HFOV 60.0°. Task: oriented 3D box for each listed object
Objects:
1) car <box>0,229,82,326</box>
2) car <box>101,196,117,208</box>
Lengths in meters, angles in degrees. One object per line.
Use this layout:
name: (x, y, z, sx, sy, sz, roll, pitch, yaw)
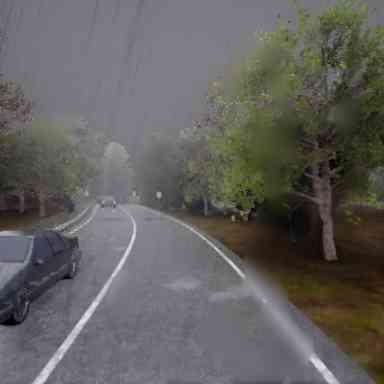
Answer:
car: (-3.917, 1.569, 7.326, 2.033, 1.411, 5.357, 0, 0, -4)
car: (-12.050, 1.404, 48.205, 2.097, 1.767, 4.553, 1, 0, -15)
